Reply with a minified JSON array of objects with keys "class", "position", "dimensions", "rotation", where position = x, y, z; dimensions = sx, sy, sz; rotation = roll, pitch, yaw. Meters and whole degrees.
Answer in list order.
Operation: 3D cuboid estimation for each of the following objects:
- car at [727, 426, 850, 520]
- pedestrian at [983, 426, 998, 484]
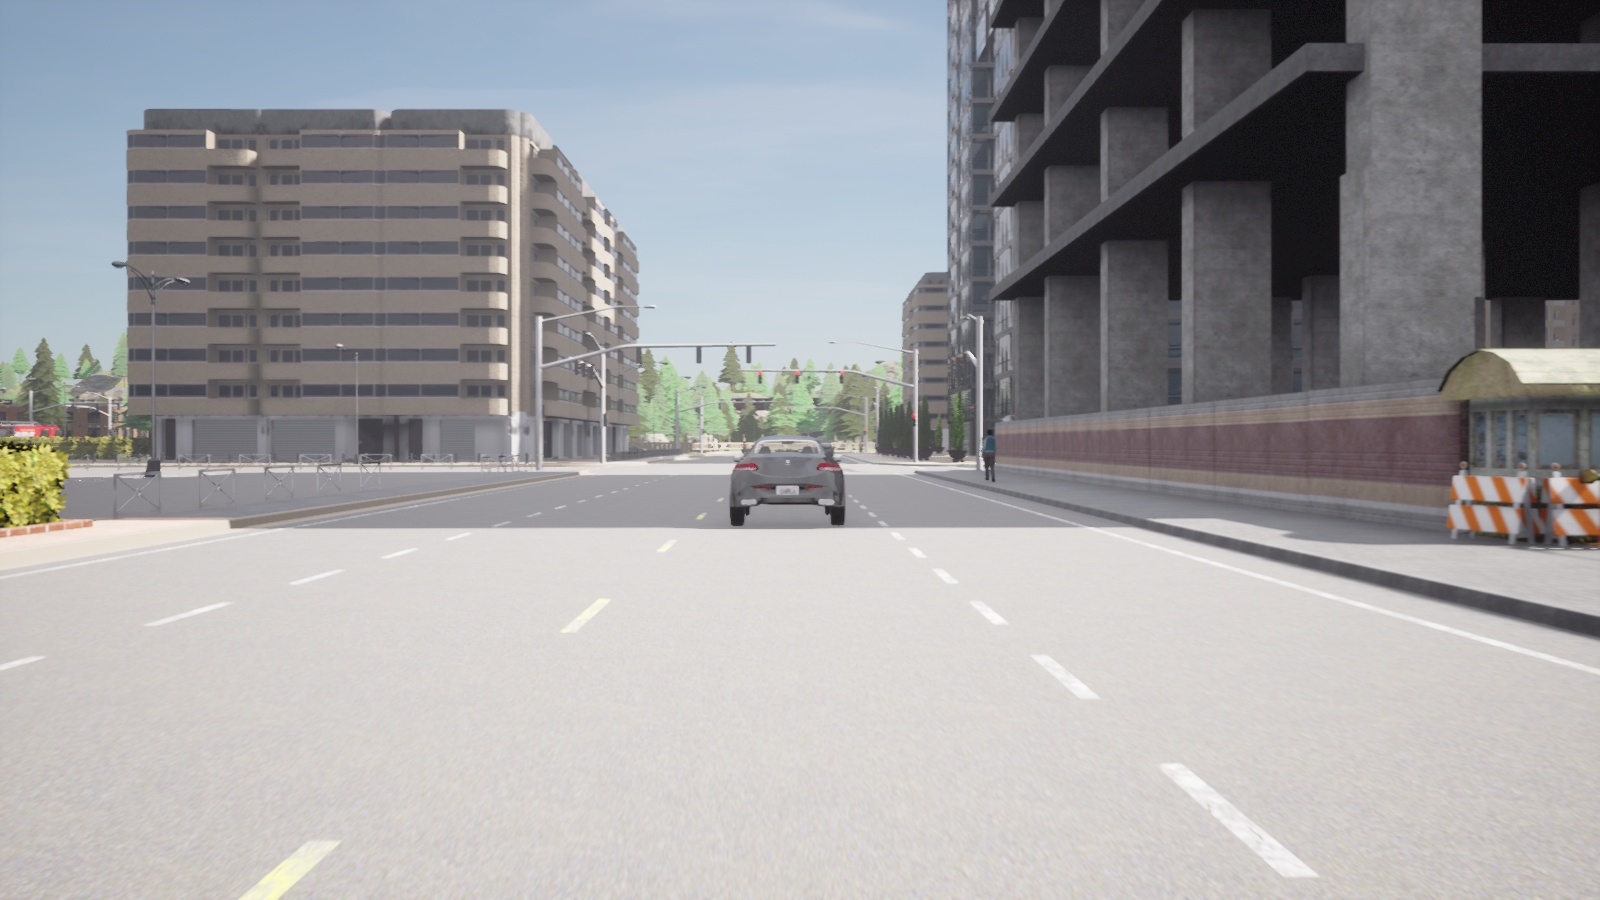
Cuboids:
[{"class":"car","position":[-0.225,0.385,24.441],"dimensions":[2.152,1.651,5.027],"rotation":[0,0,-1]},{"class":"pedestrian","position":[6.458,0.162,42.539],"dimensions":[0.396,1.930,0.692],"rotation":[0,0,-2]}]
